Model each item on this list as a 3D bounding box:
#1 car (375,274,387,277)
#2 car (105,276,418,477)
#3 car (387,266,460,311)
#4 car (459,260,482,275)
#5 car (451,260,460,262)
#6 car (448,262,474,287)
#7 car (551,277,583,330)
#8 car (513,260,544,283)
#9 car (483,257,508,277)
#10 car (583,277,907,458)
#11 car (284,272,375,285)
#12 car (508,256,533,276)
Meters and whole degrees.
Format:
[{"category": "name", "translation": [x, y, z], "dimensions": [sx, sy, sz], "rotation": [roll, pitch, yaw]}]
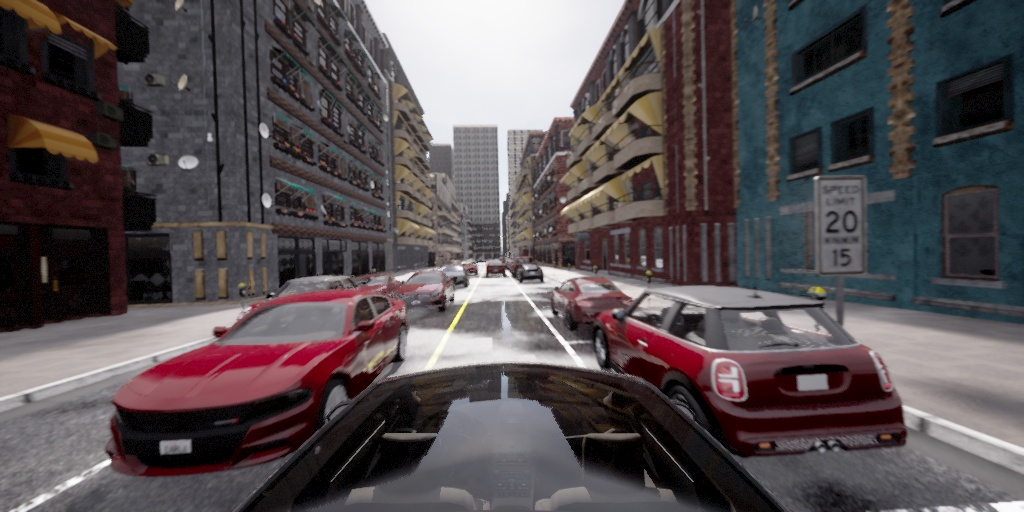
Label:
[{"category": "car", "translation": [-5.929, 1.464, 15.685], "dimensions": [1.802, 1.307, 4.207], "rotation": [0, 0, -3]}, {"category": "car", "translation": [-2.941, 1.300, 5.443], "dimensions": [1.882, 1.535, 5.008], "rotation": [-2, 0, -4]}, {"category": "car", "translation": [-3.432, 1.342, 14.758], "dimensions": [1.812, 1.442, 4.674], "rotation": [-2, 0, -3]}, {"category": "car", "translation": [-4.605, 1.398, 38.955], "dimensions": [1.895, 1.301, 4.718], "rotation": [-2, 0, -3]}, {"category": "car", "translation": [-7.673, 1.299, 48.934], "dimensions": [1.967, 1.591, 4.097], "rotation": [0, 0, -3]}, {"category": "car", "translation": [-3.937, 1.373, 24.688], "dimensions": [1.994, 1.385, 4.181], "rotation": [-2, 0, -3]}, {"category": "car", "translation": [2.232, 1.253, 10.579], "dimensions": [1.802, 1.307, 4.207], "rotation": [0, 0, -3]}, {"category": "car", "translation": [1.356, 1.226, 27.202], "dimensions": [1.948, 1.339, 4.313], "rotation": [0, 0, -3]}, {"category": "car", "translation": [-1.634, 1.201, 35.886], "dimensions": [1.882, 1.535, 5.008], "rotation": [-2, 0, -3]}, {"category": "car", "translation": [2.527, 1.114, 5.037], "dimensions": [1.967, 1.591, 4.097], "rotation": [0, 0, -3]}, {"category": "car", "translation": [-5.638, 1.326, 10.144], "dimensions": [1.967, 1.591, 4.097], "rotation": [0, 0, -3]}, {"category": "car", "translation": [1.065, 0.971, 32.744], "dimensions": [2.192, 1.841, 5.009], "rotation": [0, 0, -3]}]
